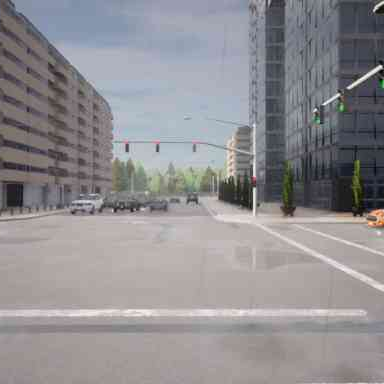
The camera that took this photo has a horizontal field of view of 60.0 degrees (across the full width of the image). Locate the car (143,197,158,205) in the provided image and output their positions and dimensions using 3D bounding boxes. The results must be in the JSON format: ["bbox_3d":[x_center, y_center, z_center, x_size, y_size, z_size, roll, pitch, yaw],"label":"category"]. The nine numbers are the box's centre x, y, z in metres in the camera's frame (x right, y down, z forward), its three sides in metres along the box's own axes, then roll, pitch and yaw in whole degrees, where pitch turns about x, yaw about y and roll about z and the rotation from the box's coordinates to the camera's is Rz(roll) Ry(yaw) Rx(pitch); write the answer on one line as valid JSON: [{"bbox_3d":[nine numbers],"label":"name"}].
[{"bbox_3d":[-7.187,1.564,58.379,1.994,1.385,4.181,0,0,1],"label":"car"}]

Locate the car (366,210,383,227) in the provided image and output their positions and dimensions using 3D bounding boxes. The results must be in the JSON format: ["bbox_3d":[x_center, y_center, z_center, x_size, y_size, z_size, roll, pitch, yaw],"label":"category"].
[{"bbox_3d":[13.579,1.407,21.101,4.553,1.767,2.097,0,0,0],"label":"car"}]

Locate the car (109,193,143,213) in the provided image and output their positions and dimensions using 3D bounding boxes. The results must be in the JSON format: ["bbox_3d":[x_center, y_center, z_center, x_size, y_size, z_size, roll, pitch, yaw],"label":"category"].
[{"bbox_3d":[-7.419,1.221,38.114,2.150,2.045,5.566,0,0,1],"label":"car"}]

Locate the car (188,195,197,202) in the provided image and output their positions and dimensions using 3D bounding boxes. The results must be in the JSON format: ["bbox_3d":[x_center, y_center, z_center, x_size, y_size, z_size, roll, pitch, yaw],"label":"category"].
[{"bbox_3d":[0.098,1.500,74.538,1.837,1.490,4.892,0,0,1],"label":"car"}]

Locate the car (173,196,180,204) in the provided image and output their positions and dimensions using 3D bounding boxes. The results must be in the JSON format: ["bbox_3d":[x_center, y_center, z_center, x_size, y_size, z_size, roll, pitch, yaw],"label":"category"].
[{"bbox_3d":[-3.411,1.525,65.952,1.812,1.442,4.674,0,0,1],"label":"car"}]

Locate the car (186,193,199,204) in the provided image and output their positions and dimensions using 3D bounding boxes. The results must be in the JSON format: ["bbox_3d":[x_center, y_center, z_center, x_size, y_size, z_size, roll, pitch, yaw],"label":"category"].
[{"bbox_3d":[0.062,1.221,63.825,2.150,2.045,5.566,0,0,1],"label":"car"}]

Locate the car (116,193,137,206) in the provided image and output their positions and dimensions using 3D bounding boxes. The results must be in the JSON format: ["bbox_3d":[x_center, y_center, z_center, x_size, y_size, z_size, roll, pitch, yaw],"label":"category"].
[{"bbox_3d":[-10.736,1.221,54.985,2.150,2.045,5.566,0,0,1],"label":"car"}]

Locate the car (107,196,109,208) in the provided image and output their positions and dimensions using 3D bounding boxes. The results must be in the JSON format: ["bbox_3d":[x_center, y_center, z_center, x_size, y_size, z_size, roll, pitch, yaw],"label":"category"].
[{"bbox_3d":[-10.867,1.352,44.784,2.097,1.767,4.553,0,0,1],"label":"car"}]

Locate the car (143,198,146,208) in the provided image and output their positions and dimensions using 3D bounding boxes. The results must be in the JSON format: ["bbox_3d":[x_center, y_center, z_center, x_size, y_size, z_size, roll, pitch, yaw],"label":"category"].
[{"bbox_3d":[-7.325,1.547,48.359,2.033,1.411,5.357,0,0,1],"label":"car"}]

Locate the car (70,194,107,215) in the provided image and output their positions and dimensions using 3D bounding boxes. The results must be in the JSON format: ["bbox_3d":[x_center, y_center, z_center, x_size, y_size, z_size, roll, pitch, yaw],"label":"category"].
[{"bbox_3d":[-10.928,1.221,34.940,2.150,2.045,5.566,0,0,-1],"label":"car"}]

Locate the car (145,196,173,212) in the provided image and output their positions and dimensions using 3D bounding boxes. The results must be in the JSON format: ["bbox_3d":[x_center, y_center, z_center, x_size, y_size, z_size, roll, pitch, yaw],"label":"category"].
[{"bbox_3d":[-3.712,1.491,38.559,2.128,1.511,4.902,0,0,0],"label":"car"}]
